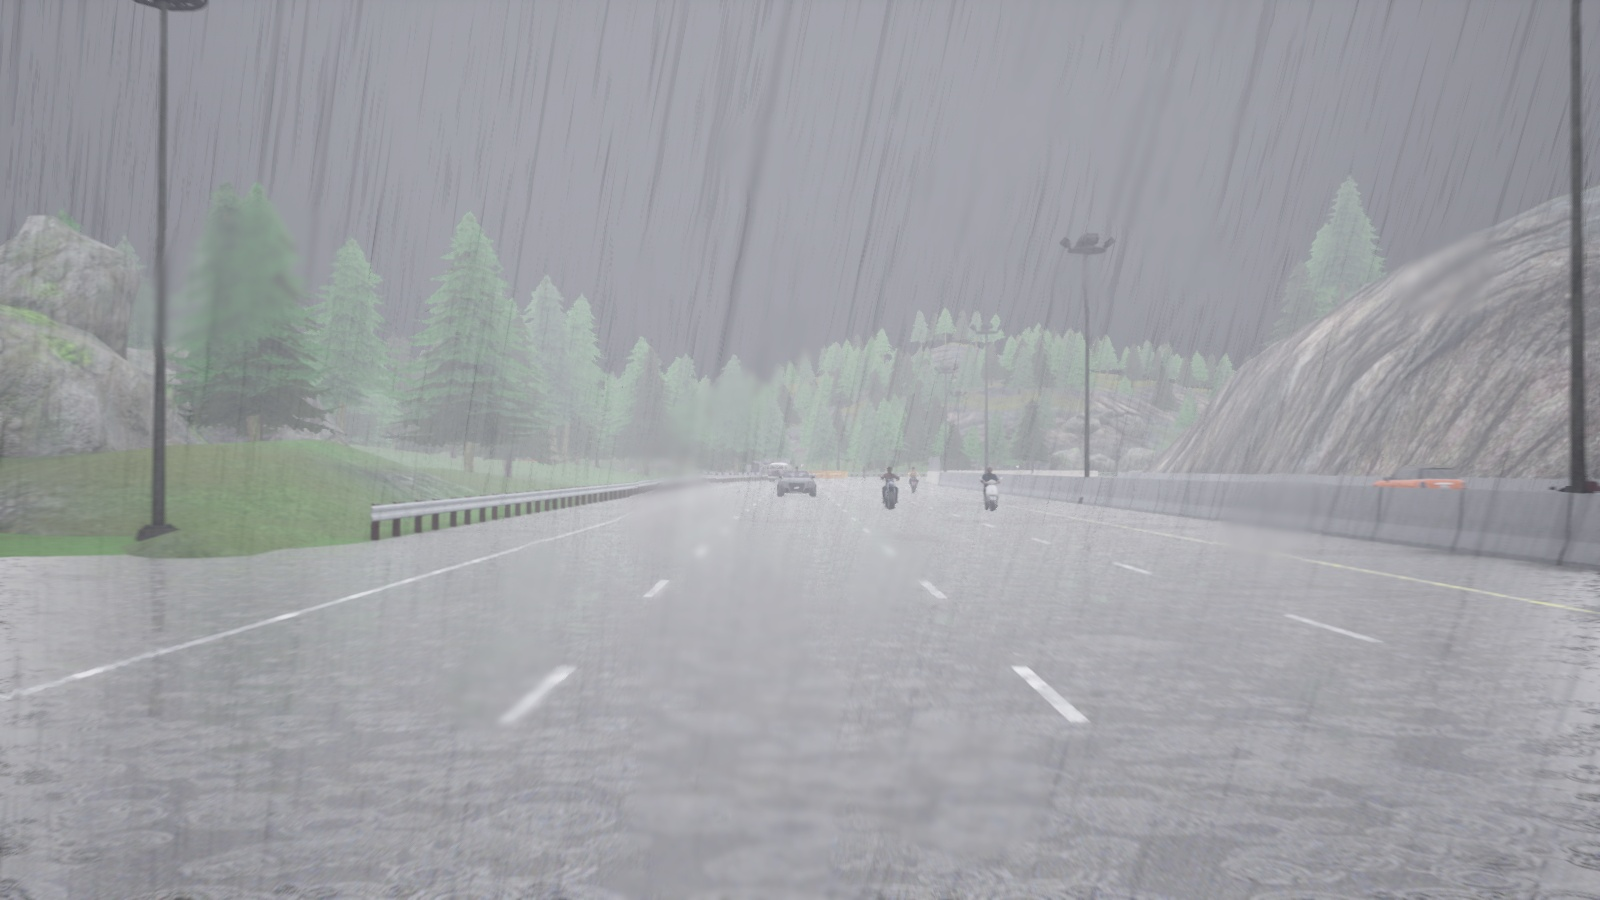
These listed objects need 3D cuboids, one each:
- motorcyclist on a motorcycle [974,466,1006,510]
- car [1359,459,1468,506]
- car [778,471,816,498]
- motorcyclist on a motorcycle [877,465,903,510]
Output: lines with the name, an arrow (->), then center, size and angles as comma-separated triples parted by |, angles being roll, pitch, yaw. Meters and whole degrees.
motorcyclist on a motorcycle -> 6.891, 1.369, 45.670 | 0.866, 1.590, 1.817 | 0, -1, 0
car -> 24.380, 1.266, 50.133 | 2.097, 1.767, 4.553 | 0, -1, 0
car -> -0.159, 1.806, 67.201 | 1.994, 1.385, 4.181 | 0, -1, 0
motorcyclist on a motorcycle -> 3.387, 1.404, 47.395 | 0.766, 1.649, 2.350 | 0, -1, 0
